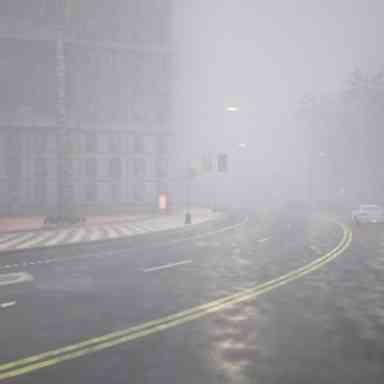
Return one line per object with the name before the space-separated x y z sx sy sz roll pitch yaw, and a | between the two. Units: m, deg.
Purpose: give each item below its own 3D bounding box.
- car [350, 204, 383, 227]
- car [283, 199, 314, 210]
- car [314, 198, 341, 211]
car | 12.095 1.562 22.869 1.812 1.442 4.674 0 0 19
car | 13.787 1.624 44.448 2.128 1.511 4.902 0 0 -7
car | 17.455 1.607 43.292 1.837 1.490 4.892 0 0 -6
